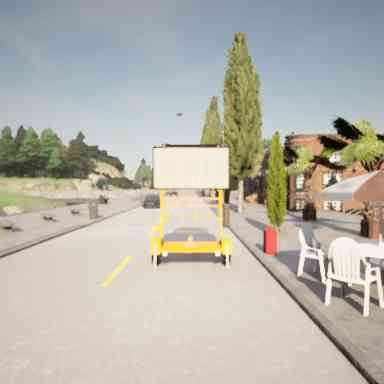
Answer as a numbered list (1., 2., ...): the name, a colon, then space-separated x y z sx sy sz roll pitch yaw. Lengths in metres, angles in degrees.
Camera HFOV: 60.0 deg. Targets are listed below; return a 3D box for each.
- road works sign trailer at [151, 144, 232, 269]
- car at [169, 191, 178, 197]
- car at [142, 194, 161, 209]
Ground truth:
1. road works sign trailer: -0.022 0.314 10.508 2.380 3.560 2.880 0 1 0
2. car: -4.164 0.350 76.840 1.994 1.385 4.181 0 1 0
3. car: -4.172 1.001 35.660 1.837 1.490 4.892 0 1 0
